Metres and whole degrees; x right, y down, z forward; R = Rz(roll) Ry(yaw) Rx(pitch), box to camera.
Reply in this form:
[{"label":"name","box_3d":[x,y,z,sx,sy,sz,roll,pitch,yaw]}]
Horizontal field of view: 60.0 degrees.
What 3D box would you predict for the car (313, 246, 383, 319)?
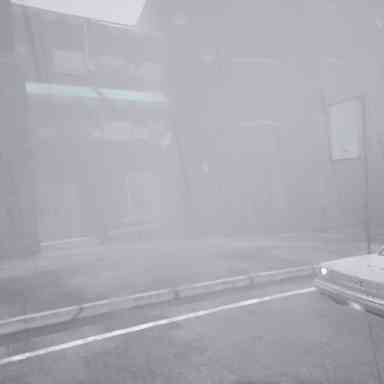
[{"label":"car","box_3d":[4.655,1.533,6.370,4.718,1.301,1.895,0,1,-26]}]
